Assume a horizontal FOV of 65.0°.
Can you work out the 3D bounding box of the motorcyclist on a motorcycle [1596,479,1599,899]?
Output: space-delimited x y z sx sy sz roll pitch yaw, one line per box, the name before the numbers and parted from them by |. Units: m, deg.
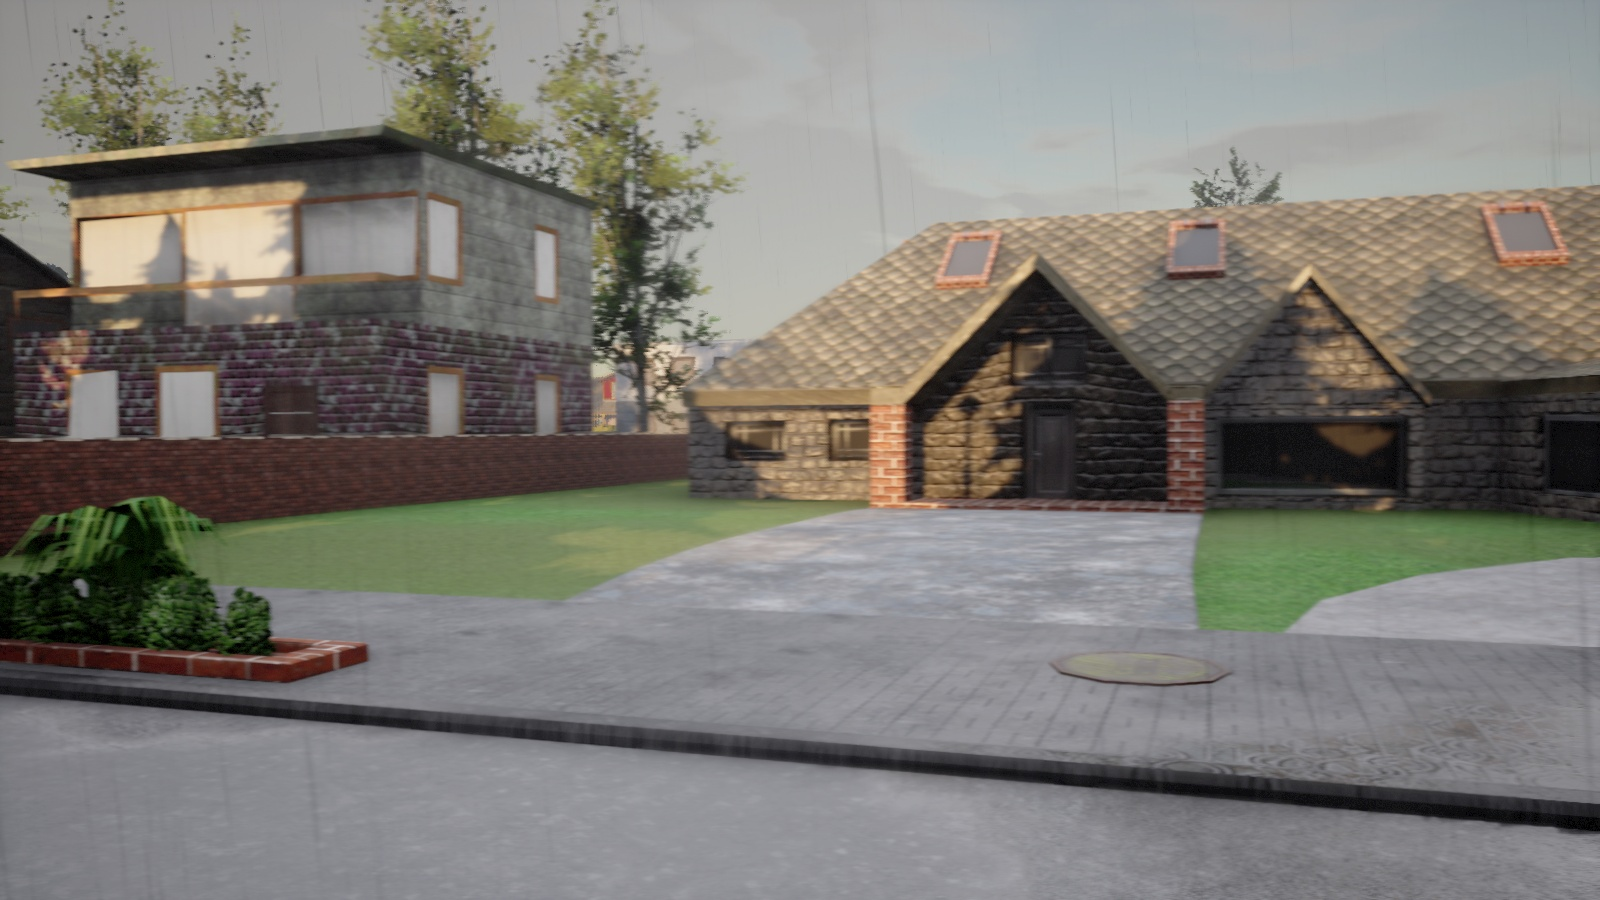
motorcyclist on a motorcycle | 3.150 0.747 2.660 2.350 1.649 0.766 0 1 19
